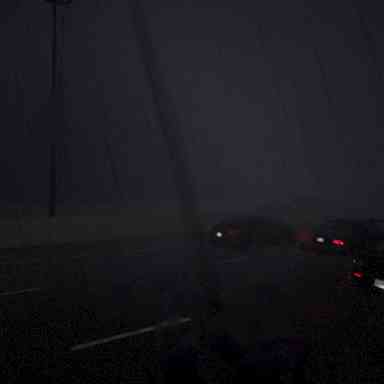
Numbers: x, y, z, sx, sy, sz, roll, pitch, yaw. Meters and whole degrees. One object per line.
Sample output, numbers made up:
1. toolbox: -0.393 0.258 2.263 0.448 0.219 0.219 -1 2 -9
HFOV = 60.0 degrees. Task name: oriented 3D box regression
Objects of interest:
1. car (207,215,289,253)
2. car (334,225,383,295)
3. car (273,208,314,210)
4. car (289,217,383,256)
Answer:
1. car: 2.702 1.667 14.265 4.181 1.385 1.994 1 0 -35
2. car: 5.503 1.614 7.665 4.674 1.442 1.812 1 0 -35
3. car: 11.101 1.504 33.438 5.566 2.045 2.150 1 0 -36
4. car: 6.322 1.670 12.546 5.357 1.411 2.033 1 0 -35
